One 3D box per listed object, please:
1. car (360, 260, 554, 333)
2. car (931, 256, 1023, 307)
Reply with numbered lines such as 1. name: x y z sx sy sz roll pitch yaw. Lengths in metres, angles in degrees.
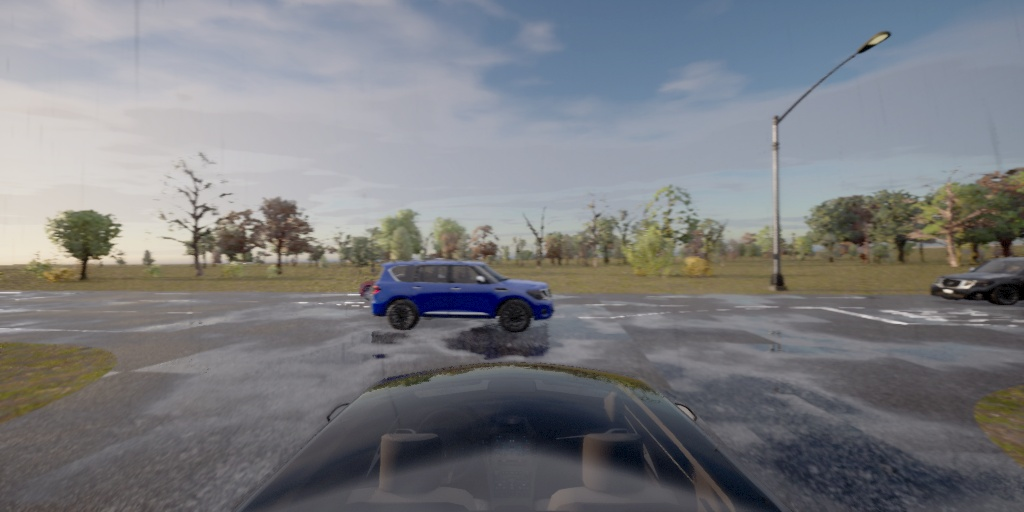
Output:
1. car: -1.516 1.139 11.123 5.566 2.045 2.150 -1 0 9
2. car: 21.150 1.047 14.746 5.566 2.045 2.150 -2 0 9
